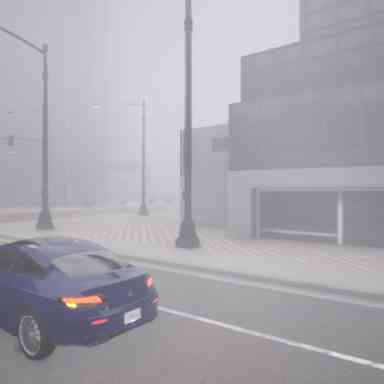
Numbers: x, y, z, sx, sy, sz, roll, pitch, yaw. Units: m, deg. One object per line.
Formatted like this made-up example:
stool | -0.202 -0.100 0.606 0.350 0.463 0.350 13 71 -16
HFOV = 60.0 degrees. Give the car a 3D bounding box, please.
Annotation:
car | -2.680 1.533 5.911 4.674 1.442 1.812 0 0 36
